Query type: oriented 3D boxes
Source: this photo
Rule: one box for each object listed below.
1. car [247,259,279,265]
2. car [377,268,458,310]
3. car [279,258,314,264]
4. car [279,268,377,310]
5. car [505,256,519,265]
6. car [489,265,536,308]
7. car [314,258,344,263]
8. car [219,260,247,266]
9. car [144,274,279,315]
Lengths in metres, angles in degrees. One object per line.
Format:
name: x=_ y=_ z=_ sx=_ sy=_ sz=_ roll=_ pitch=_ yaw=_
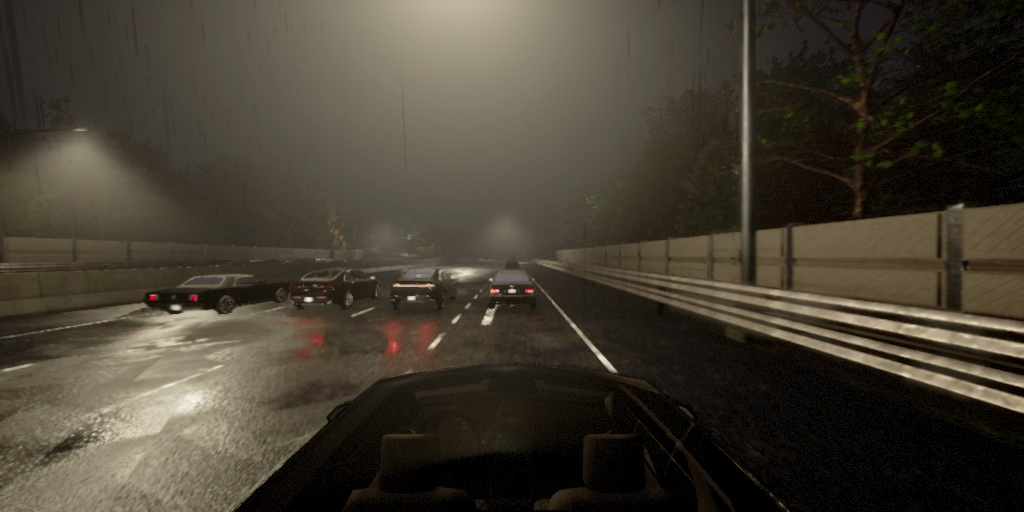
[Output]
car: x=-28.039 y=1.170 z=42.034 sx=1.837 sy=1.490 sz=4.892 roll=0 pitch=0 yaw=0
car: x=-3.392 y=1.214 z=14.541 sx=2.128 sy=1.511 sz=4.902 roll=0 pitch=0 yaw=0
car: x=-24.543 y=1.023 z=42.069 sx=2.097 sy=1.767 sz=4.553 roll=0 pitch=0 yaw=0
car: x=-6.895 y=1.222 z=14.578 sx=1.837 sy=1.490 sz=4.892 roll=0 pitch=0 yaw=0
car: x=0.019 y=1.184 z=49.812 sx=1.882 sy=1.535 sz=5.008 roll=0 pitch=0 yaw=0
car: x=0.007 y=1.273 z=15.148 sx=2.033 sy=1.411 sz=5.357 roll=0 pitch=0 yaw=0
car: x=-21.042 y=1.201 z=42.596 sx=1.812 sy=1.442 sz=4.674 roll=0 pitch=0 yaw=0
car: x=-31.534 y=1.209 z=41.454 sx=2.033 sy=1.411 sz=5.357 roll=0 pitch=0 yaw=1
car: x=-10.392 y=1.316 z=13.312 sx=1.895 sy=1.301 sz=4.718 roll=0 pitch=0 yaw=0
